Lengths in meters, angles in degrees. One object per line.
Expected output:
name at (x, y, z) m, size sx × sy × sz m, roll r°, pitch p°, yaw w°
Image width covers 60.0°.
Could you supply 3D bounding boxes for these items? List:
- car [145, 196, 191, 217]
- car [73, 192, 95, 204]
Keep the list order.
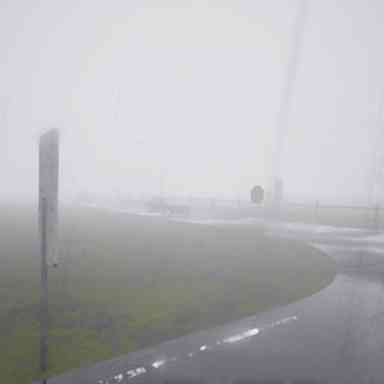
car at (-2.010, 1.092, 26.892) m, size 1.882 × 1.535 × 5.008 m, roll 1°, pitch 1°, yaw -35°
car at (-14.497, 0.764, 44.432) m, size 1.837 × 1.490 × 4.892 m, roll 1°, pitch 0°, yaw -35°
